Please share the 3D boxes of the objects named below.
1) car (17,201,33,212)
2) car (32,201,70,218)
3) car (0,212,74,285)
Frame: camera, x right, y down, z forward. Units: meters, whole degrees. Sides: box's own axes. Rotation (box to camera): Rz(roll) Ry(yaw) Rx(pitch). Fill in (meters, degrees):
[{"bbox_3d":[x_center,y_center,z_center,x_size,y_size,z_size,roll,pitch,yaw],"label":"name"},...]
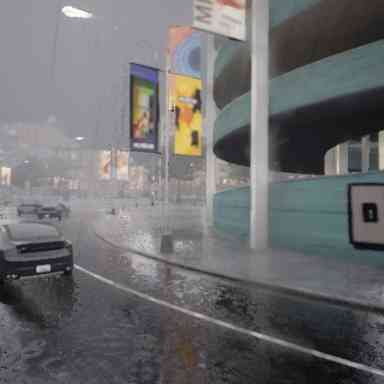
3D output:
[{"bbox_3d":[-16.159,1.654,33.922,2.128,1.511,4.902,0,0,-8],"label":"car"},{"bbox_3d":[-11.875,1.655,28.804,1.837,1.490,4.892,0,-1,-9],"label":"car"},{"bbox_3d":[-4.960,1.552,9.717,1.837,1.490,4.892,0,0,-38],"label":"car"}]
